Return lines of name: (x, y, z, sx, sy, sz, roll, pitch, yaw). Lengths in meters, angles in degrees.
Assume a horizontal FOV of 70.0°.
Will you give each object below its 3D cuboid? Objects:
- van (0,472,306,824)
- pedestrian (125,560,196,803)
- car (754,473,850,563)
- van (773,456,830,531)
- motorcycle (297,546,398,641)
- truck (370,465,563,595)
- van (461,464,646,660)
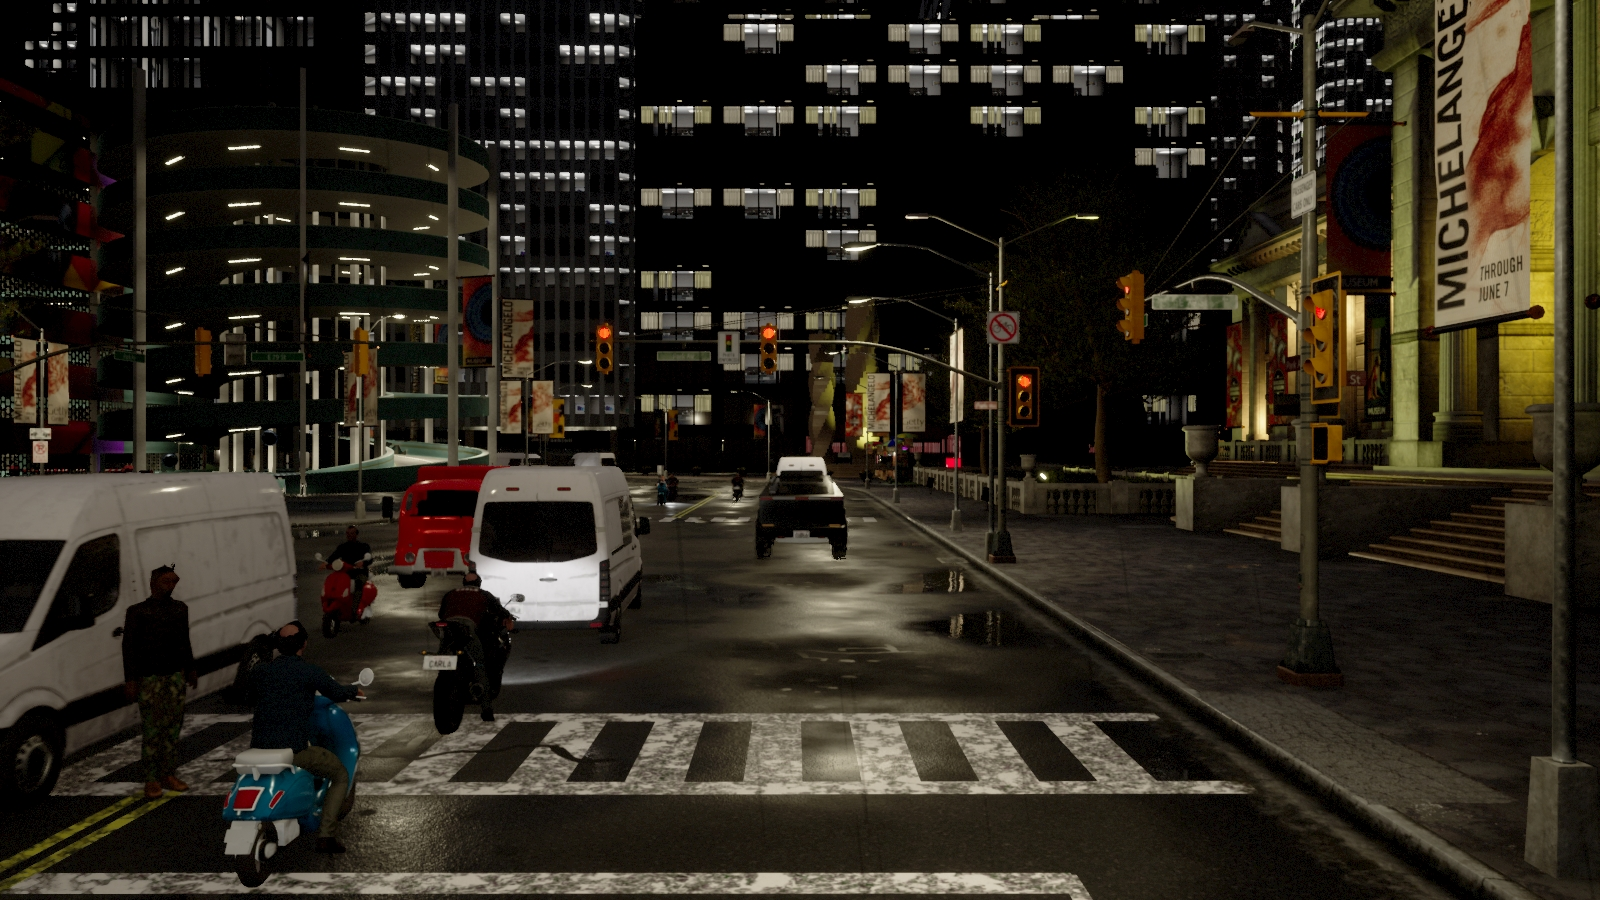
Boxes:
van: (-6.995, 1.535, 10.912, 1.988, 2.561, 5.915, 0, 0, 0)
pedestrian: (-5.178, 1.848, 9.258, 0.375, 1.860, 0.375, 0, 0, 35)
car: (0.044, 1.753, 31.519, 2.390, 2.098, 6.274, 0, 0, 0)
van: (0.048, 1.534, 42.445, 1.988, 2.561, 5.915, 0, 0, 0)
motorcycle: (-6.964, 2.182, 17.687, 0.856, 1.236, 1.805, 0, 0, 0)
truck: (-6.966, 1.575, 24.631, 2.627, 2.467, 5.204, 0, 0, 0)
van: (-3.704, 1.534, 18.314, 1.988, 2.561, 5.915, 0, 0, -3)
